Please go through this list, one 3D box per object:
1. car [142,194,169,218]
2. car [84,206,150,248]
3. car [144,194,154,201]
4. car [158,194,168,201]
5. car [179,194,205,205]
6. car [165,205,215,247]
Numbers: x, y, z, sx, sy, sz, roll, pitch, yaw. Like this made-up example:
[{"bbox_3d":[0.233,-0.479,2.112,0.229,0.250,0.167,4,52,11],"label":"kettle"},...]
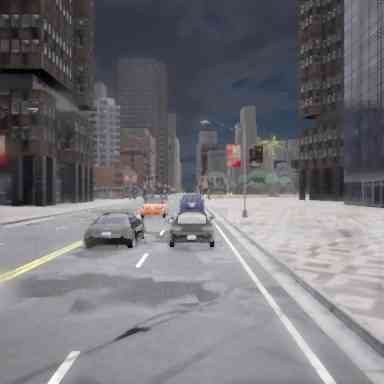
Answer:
[{"bbox_3d":[-3.250,1.315,29.619,2.097,1.767,4.553,0,0,0],"label":"car"},{"bbox_3d":[-3.250,1.550,14.649,1.994,1.385,4.181,0,0,0],"label":"car"},{"bbox_3d":[-9.750,1.310,75.709,1.837,1.490,4.892,0,0,0],"label":"car"},{"bbox_3d":[-6.499,1.310,75.709,1.837,1.490,4.892,0,0,0],"label":"car"},{"bbox_3d":[0.000,1.206,29.678,2.150,2.045,5.566,0,0,0],"label":"car"},{"bbox_3d":[0.000,1.511,14.649,1.812,1.442,4.674,0,0,0],"label":"car"}]
